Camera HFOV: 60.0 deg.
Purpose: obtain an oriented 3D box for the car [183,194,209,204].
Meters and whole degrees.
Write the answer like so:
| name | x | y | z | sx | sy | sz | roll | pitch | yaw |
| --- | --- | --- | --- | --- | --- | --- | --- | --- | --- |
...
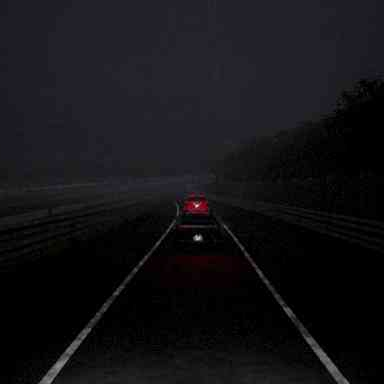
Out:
| name | x | y | z | sx | sy | sz | roll | pitch | yaw |
| --- | --- | --- | --- | --- | --- | --- | --- | --- | --- |
| car | 0.374 | 1.228 | 29.669 | 2.150 | 2.045 | 5.566 | 0 | 0 | -1 |

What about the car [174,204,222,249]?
| name | x | y | z | sx | sy | sz | roll | pitch | yaw |
| --- | --- | --- | --- | --- | --- | --- | --- | --- | --- |
| car | 0.281 | 1.482 | 14.561 | 2.128 | 1.511 | 4.902 | 0 | 0 | 1 |
